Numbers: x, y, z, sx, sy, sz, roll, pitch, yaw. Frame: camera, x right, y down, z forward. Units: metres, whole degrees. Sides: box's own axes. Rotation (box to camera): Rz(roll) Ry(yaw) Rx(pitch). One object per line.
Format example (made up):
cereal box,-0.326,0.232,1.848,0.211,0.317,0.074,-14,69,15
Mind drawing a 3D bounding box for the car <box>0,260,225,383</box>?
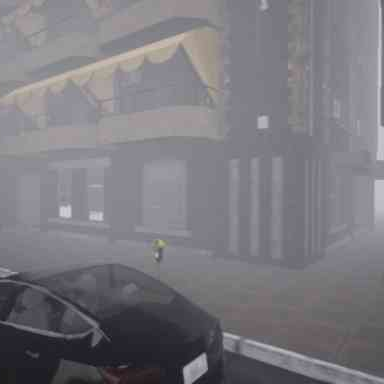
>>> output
car,-1.660,1.539,4.060,4.313,1.339,1.947,0,0,36
